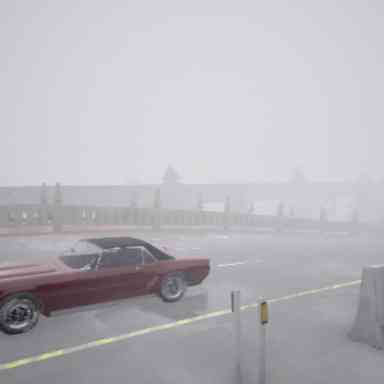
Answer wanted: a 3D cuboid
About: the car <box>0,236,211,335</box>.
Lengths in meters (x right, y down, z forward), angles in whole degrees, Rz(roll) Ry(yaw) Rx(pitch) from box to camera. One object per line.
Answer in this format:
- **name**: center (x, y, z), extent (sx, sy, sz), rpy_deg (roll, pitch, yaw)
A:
- **car**: center (-1.984, 1.641, 6.871), extent (4.718, 1.301, 1.895), rpy_deg (1, -1, -35)
